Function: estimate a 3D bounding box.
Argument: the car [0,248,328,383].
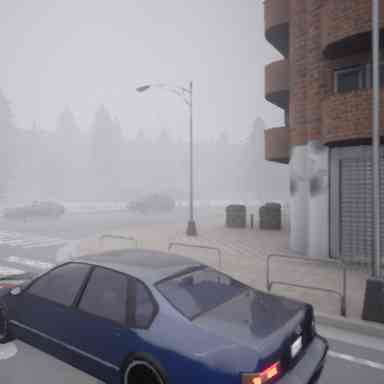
[{"bbox_3d":[-1.026,1.556,4.708,5.357,1.411,2.033,0,0,36],"label":"car"}]

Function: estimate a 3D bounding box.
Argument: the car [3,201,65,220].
[{"bbox_3d":[-13.214,1.500,28.121,2.128,1.511,4.902,0,0,37],"label":"car"}]

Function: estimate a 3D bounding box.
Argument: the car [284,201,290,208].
[{"bbox_3d":[14.848,1.542,45.648,4.181,1.385,1.994,0,0,-4],"label":"car"}]

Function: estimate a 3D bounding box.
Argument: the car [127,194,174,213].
[{"bbox_3d":[-4.609,1.224,37.909,5.566,2.045,2.150,-1,0,-39],"label":"car"}]
